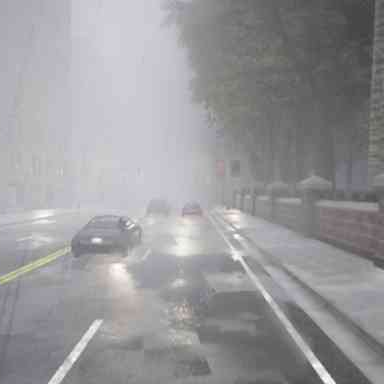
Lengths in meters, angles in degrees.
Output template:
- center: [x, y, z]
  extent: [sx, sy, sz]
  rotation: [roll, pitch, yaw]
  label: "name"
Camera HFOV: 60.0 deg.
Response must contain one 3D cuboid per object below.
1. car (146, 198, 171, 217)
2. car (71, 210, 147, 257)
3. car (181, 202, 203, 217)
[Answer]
- center: [-3.151, 1.388, 32.326]
  extent: [2.097, 1.767, 4.553]
  rotation: [0, 0, 0]
  label: "car"
- center: [-3.149, 1.578, 13.039]
  extent: [1.994, 1.385, 4.181]
  rotation: [0, 0, 0]
  label: "car"
- center: [0.016, 1.612, 31.624]
  extent: [1.994, 1.385, 4.181]
  rotation: [0, 0, 0]
  label: "car"
